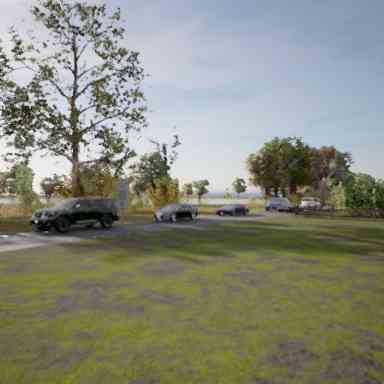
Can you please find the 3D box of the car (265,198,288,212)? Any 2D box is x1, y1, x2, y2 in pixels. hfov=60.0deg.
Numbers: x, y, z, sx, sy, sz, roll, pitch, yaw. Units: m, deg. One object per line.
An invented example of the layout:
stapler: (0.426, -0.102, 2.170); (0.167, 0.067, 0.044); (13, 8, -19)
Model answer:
car: (12.731, 1.865, 49.248); (2.150, 2.045, 5.566); (-1, -2, 35)

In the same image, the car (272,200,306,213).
car: (13.159, 2.111, 44.964); (2.033, 1.411, 5.357); (-1, -1, 36)

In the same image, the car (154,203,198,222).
car: (-1.348, 1.764, 29.373); (2.128, 1.511, 4.902); (-1, -1, 35)

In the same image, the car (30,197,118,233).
car: (-7.207, 1.343, 21.021); (2.150, 2.045, 5.566); (-1, -1, 34)

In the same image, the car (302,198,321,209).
car: (19.119, 1.944, 53.532); (2.150, 2.045, 5.566); (-1, -1, 35)

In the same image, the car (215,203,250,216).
car: (4.742, 1.979, 38.018); (2.033, 1.411, 5.357); (-1, -1, 35)
